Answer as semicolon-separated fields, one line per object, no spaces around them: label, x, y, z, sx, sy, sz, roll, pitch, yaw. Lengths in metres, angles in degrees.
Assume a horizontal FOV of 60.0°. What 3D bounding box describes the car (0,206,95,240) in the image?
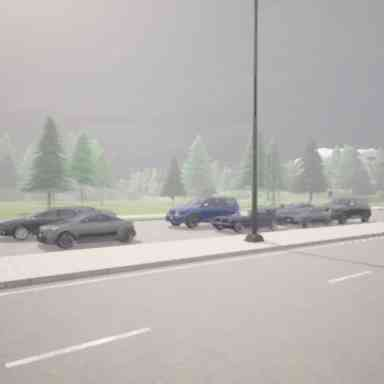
car;-7.313;1.542;17.187;4.892;1.490;1.837;1;0;-35

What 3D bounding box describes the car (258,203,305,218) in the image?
car;8.908;1.816;32.938;4.718;1.301;1.895;1;0;-35

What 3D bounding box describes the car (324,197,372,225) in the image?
car;12.196;1.428;26.701;5.566;2.045;2.150;1;0;-36

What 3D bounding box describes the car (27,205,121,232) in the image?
car;-7.467;1.603;21.377;5.357;1.411;2.033;1;0;-35

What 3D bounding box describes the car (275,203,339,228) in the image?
car;8.218;1.760;23.828;4.181;1.385;1.994;1;0;-35

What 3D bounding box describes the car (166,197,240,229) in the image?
car;0.937;1.339;23.071;5.566;2.045;2.150;1;0;-35

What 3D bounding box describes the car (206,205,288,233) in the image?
car;3.480;1.722;20.577;4.718;1.301;1.895;1;0;-35

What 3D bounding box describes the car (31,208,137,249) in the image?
car;-4.596;1.607;14.834;4.181;1.385;1.994;1;0;-36

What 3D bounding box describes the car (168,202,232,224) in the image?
car;0.680;1.627;27.179;4.902;1.511;2.128;1;0;-35
